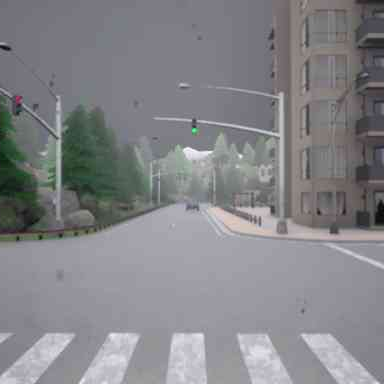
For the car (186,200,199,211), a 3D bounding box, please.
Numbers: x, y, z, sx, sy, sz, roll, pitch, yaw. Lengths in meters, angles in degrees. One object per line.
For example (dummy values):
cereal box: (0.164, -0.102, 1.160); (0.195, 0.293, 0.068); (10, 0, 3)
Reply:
car: (0.137, 2.092, 53.692); (2.097, 1.767, 4.553); (0, -1, 1)
